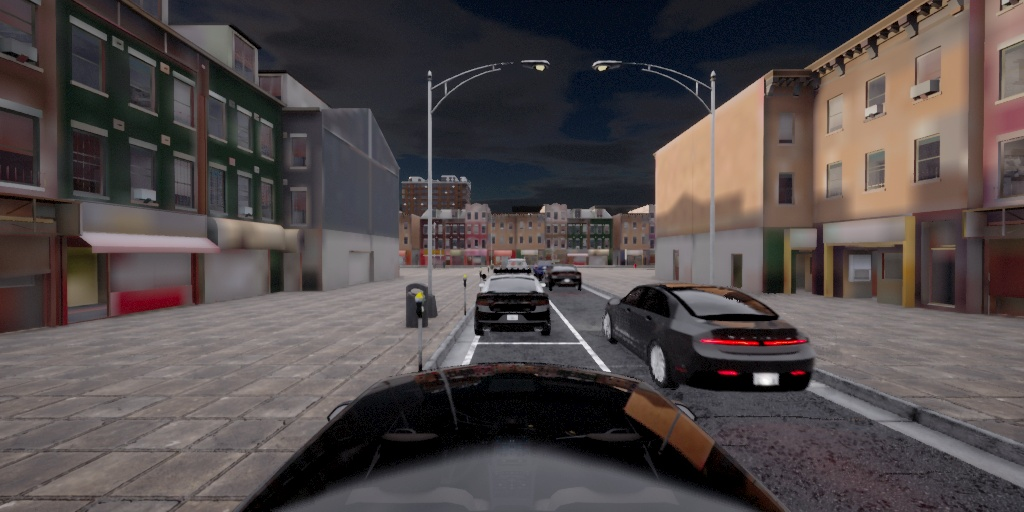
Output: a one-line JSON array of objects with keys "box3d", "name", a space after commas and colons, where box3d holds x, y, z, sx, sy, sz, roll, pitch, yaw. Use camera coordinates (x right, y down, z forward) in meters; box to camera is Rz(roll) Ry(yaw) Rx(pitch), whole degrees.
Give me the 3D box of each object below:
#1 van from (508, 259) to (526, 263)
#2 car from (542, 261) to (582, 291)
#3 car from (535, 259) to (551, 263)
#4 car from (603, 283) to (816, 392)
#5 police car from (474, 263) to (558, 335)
[{"box3d": [0.382, 1.095, 27.349, 1.690, 1.789, 3.998, 0, 0, 0], "name": "van"}, {"box3d": [3.019, 1.230, 22.094, 1.882, 1.535, 5.008, 0, -1, 0], "name": "car"}, {"box3d": [3.117, 1.113, 36.045, 2.097, 1.767, 4.553, 0, 0, 0], "name": "car"}, {"box3d": [3.117, 1.254, 6.809, 1.837, 1.490, 4.892, 0, 0, 0], "name": "car"}, {"box3d": [0.012, 1.174, 10.611, 1.930, 1.638, 5.238, 0, 0, 0], "name": "police car"}]
